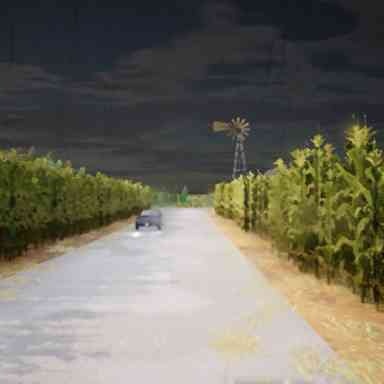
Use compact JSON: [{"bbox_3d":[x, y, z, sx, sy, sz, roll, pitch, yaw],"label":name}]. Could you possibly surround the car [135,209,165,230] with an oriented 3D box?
[{"bbox_3d":[-3.105,2.007,25.273,1.812,1.442,4.674,0,-1,0],"label":"car"}]
